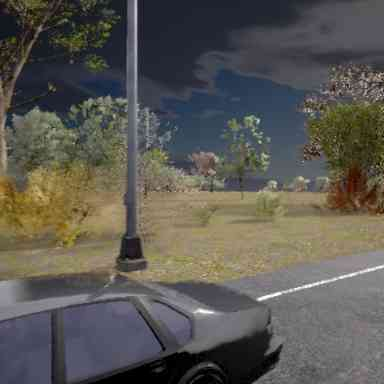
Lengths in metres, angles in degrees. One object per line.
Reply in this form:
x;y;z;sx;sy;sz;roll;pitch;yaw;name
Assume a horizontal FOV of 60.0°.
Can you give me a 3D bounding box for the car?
-1.504;1.548;2.942;5.357;1.411;2.033;0;0;-36;car
